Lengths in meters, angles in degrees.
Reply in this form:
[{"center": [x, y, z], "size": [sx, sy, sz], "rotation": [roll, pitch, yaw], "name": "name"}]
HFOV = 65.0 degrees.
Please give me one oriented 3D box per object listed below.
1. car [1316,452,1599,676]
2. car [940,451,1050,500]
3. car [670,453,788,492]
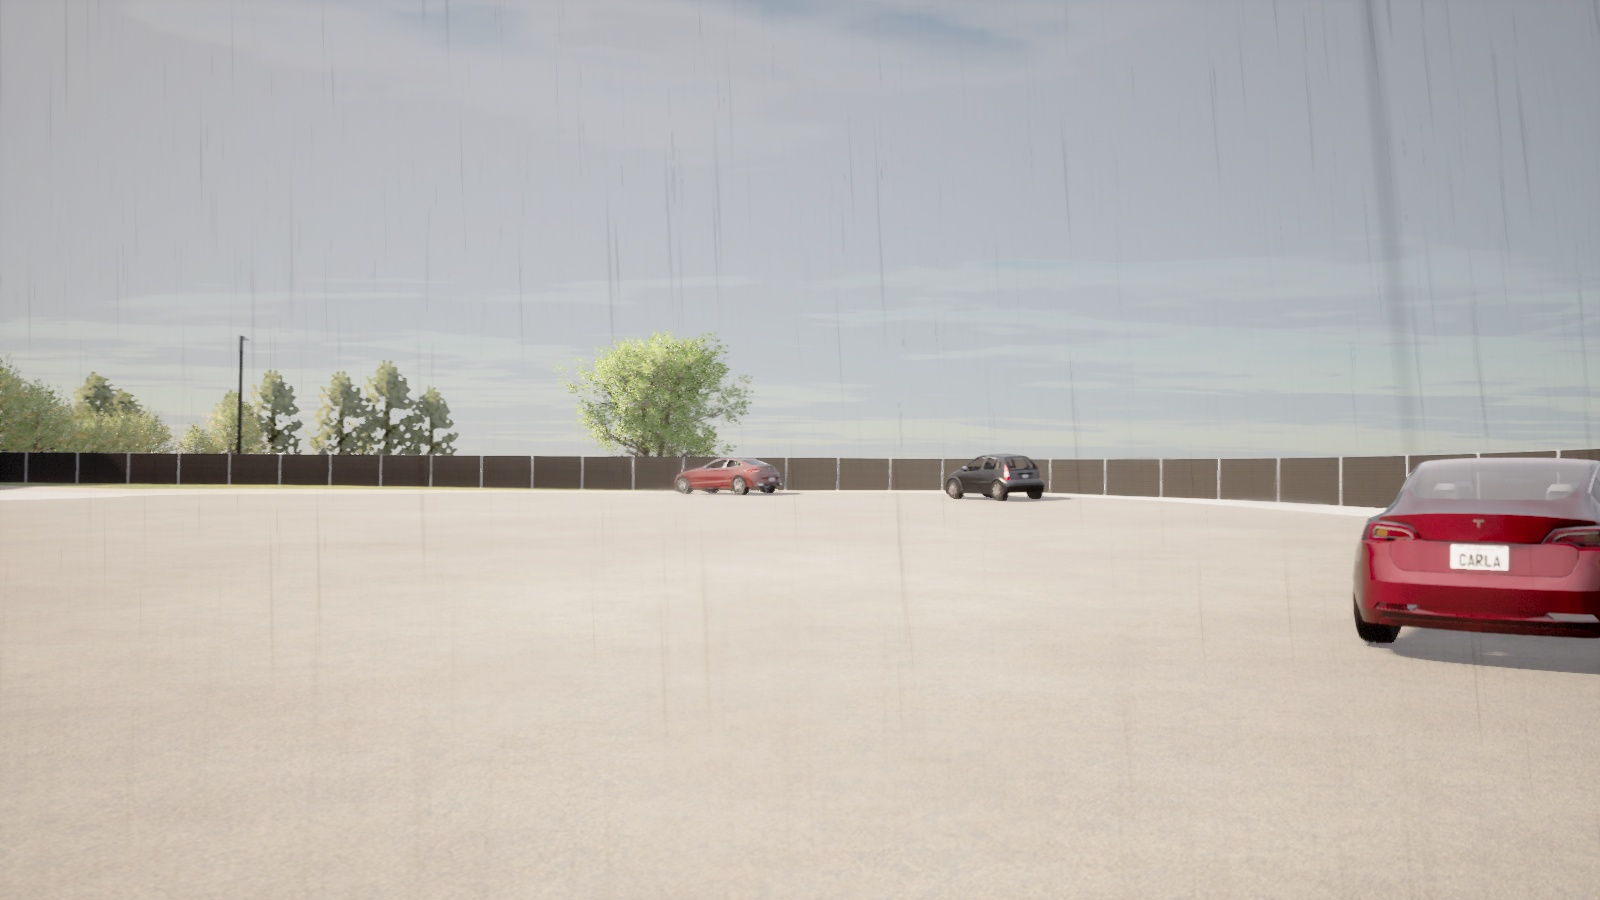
[{"center": [6.150, 0.774, 10.761], "size": [2.163, 1.488, 4.792], "rotation": [-1, 0, 35], "name": "car"}, {"center": [6.866, 0.875, 44.635], "size": [1.851, 1.617, 3.988], "rotation": [-2, 0, -27], "name": "car"}, {"center": [-3.190, 1.013, 55.824], "size": [5.027, 1.651, 2.152], "rotation": [-1, -1, 38], "name": "car"}]
